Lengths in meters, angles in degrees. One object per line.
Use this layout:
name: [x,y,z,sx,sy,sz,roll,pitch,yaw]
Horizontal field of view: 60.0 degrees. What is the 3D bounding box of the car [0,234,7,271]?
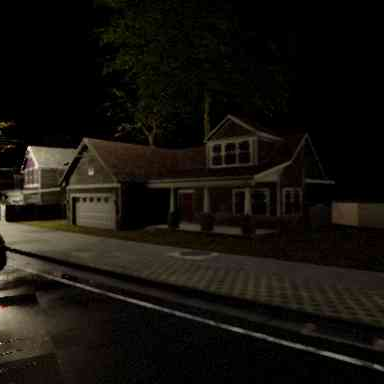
car: [-7.548,1.463,10.178,4.553,1.767,2.097,-1,0,40]
